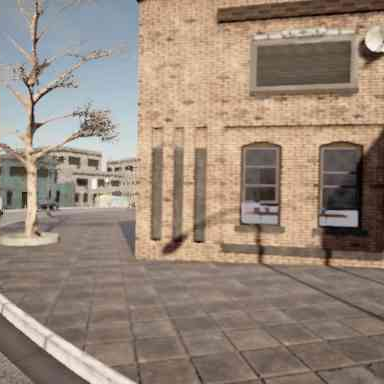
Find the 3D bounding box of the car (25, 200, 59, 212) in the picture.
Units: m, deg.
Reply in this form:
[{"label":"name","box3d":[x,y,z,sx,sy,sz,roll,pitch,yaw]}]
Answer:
[{"label":"car","box3d":[-19.049,1.728,42.391,2.128,1.511,4.902,1,-1,14]}]

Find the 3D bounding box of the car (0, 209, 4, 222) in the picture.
[{"label":"car","box3d":[-15.735,1.584,24.924,1.882,1.535,5.008,1,-1,-12]}]
